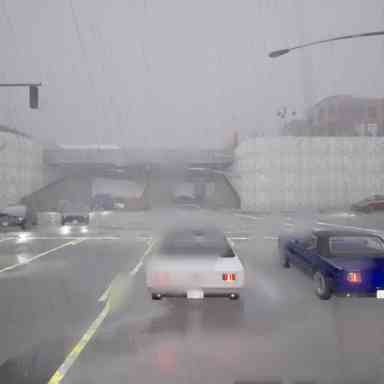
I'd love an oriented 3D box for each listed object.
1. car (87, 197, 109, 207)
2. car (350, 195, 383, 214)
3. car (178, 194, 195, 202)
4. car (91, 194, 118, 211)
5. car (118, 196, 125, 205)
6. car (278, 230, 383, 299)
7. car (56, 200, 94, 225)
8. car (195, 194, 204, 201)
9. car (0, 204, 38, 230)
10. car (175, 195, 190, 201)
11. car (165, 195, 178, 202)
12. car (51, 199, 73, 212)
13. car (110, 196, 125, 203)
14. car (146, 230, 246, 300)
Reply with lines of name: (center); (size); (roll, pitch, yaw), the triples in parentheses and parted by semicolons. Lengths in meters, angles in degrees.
car: (-14.983, 1.547, 53.346); (2.033, 1.411, 5.357); (0, 0, -1)
car: (15.822, 0.973, 28.456); (4.181, 1.385, 1.994); (-7, 0, 0)
car: (-1.224, 1.525, 75.459); (2.128, 1.511, 4.902); (0, 0, 6)
car: (-11.186, 1.221, 41.536); (2.150, 2.045, 5.566); (0, 0, -2)
car: (-11.609, 1.564, 59.450); (1.994, 1.385, 4.181); (0, 0, -1)
car: (3.584, 1.601, 8.360); (1.895, 1.301, 4.718); (0, 0, 0)
car: (-8.509, 1.547, 24.214); (2.033, 1.411, 5.357); (0, 0, -19)
car: (1.433, 1.355, 85.463); (2.097, 1.767, 4.553); (0, 0, 28)
car: (-11.012, 1.525, 20.942); (1.812, 1.442, 4.674); (0, 0, -13)
car: (-2.368, 1.478, 85.429); (1.882, 1.535, 5.008); (0, 0, 24)
car: (-4.725, 1.355, 75.563); (2.097, 1.767, 4.553); (0, 0, 6)
car: (-14.595, 1.526, 38.507); (1.812, 1.442, 4.674); (0, 0, -2)
car: (-15.265, 1.525, 68.835); (2.128, 1.511, 4.902); (0, 0, -1)
car: (0.084, 1.601, 8.351); (1.895, 1.301, 4.718); (0, 0, 0)
